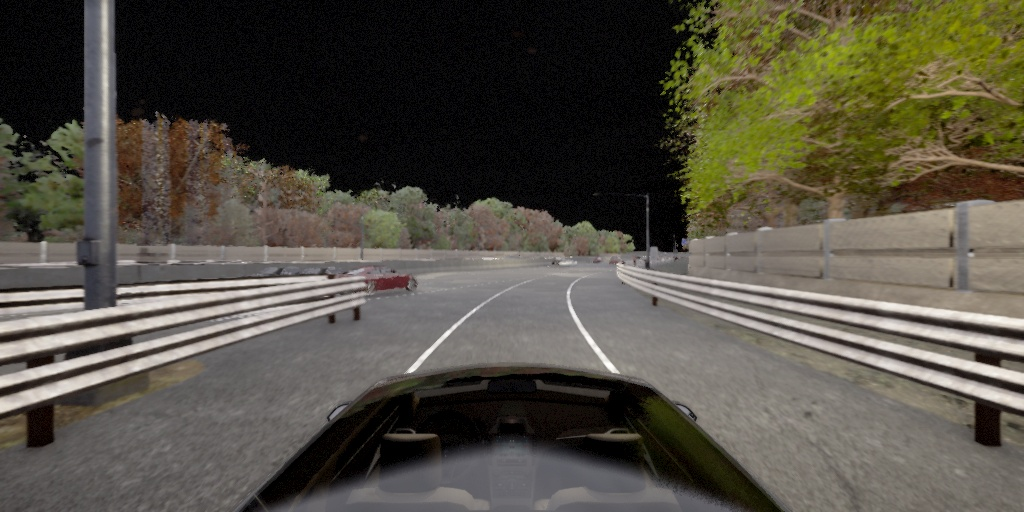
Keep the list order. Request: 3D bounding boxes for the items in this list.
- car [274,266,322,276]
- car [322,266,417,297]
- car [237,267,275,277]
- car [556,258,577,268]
[{"bbox_3d":[-10.111,1.268,19.987,1.895,1.301,4.718,0,0,26],"label":"car"},{"bbox_3d":[-6.938,1.211,18.486,1.812,1.442,4.674,1,0,26],"label":"car"},{"bbox_3d":[-13.307,1.279,21.420,1.895,1.301,4.718,0,0,26],"label":"car"},{"bbox_3d":[9.215,1.235,58.558,1.895,1.301,4.718,0,0,27],"label":"car"}]
